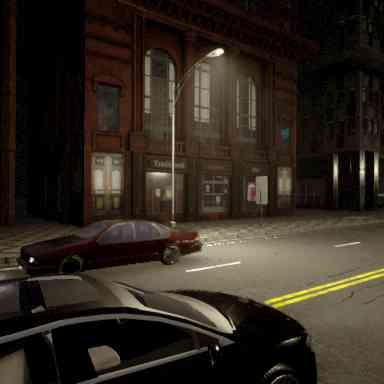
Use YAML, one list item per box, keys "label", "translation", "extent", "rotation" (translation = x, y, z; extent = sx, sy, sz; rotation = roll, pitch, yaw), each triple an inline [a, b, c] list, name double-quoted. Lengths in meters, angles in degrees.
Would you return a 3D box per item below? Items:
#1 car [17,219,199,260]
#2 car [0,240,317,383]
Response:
- label: "car"
  translation: [-2.214, 1.547, 10.068]
  extent: [5.357, 1.411, 2.033]
  rotation: [0, 0, -35]
- label: "car"
  translation: [-0.959, 1.492, 2.756]
  extent: [4.902, 1.511, 2.128]
  rotation: [0, 0, -35]
